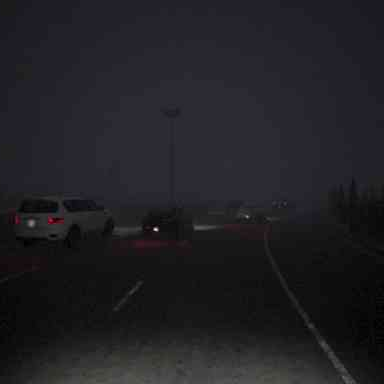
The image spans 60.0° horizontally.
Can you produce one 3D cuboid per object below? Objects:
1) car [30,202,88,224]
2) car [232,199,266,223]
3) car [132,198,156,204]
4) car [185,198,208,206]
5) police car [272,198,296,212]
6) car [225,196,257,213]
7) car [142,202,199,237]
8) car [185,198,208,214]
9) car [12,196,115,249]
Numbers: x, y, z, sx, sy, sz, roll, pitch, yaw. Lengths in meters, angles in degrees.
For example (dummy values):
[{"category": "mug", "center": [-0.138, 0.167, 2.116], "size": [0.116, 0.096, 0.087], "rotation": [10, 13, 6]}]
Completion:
[{"category": "car", "center": [-10.185, 1.565, 25.824], "size": [1.994, 1.385, 4.181], "rotation": [0, 0, 16]}, {"category": "car", "center": [4.661, 1.536, 25.889], "size": [1.812, 1.442, 4.674], "rotation": [0, 0, 18]}, {"category": "car", "center": [-7.207, 1.632, 50.988], "size": [1.812, 1.442, 4.674], "rotation": [0, 0, 30]}, {"category": "car", "center": [0.868, 1.706, 57.284], "size": [1.994, 1.385, 4.181], "rotation": [0, 0, 35]}, {"category": "police car", "center": [11.378, 1.553, 40.818], "size": [2.038, 1.542, 4.974], "rotation": [0, -1, 29]}, {"category": "car", "center": [5.126, 1.530, 36.398], "size": [2.128, 1.511, 4.902], "rotation": [0, 0, 25]}, {"category": "car", "center": [-1.175, 1.500, 17.984], "size": [1.837, 1.490, 4.892], "rotation": [0, 0, 12]}, {"category": "car", "center": [0.188, 1.556, 33.871], "size": [1.812, 1.442, 4.674], "rotation": [0, 0, 22]}, {"category": "car", "center": [-5.408, 1.208, 14.819], "size": [2.150, 2.045, 5.566], "rotation": [0, 0, 10]}]
